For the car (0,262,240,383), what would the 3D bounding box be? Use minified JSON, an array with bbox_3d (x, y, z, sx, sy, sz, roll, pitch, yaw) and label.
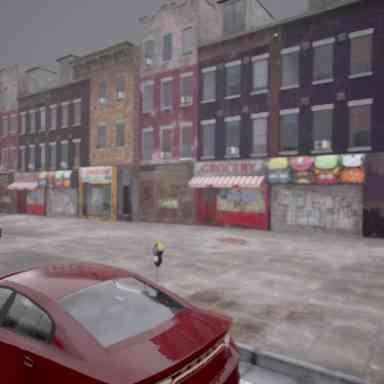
[{"bbox_3d":[-1.647,1.545,3.971,4.507,1.381,1.887,0,1,36],"label":"car"}]
